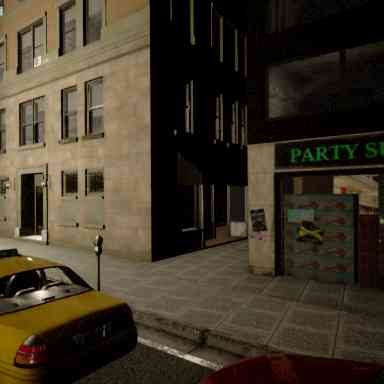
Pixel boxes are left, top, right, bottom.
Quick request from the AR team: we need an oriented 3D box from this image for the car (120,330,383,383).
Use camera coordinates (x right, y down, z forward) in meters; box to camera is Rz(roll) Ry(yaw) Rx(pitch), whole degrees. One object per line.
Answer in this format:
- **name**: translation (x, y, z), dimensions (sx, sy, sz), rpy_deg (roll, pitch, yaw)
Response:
- **car**: translation (1.799, 1.582, 1.571), dimensions (4.206, 1.307, 1.802), rpy_deg (0, -1, 36)

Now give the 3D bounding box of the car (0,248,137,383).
- **car**: translation (-2.955, 1.526, 4.970), dimensions (4.829, 1.417, 1.752), rpy_deg (0, -1, 36)
